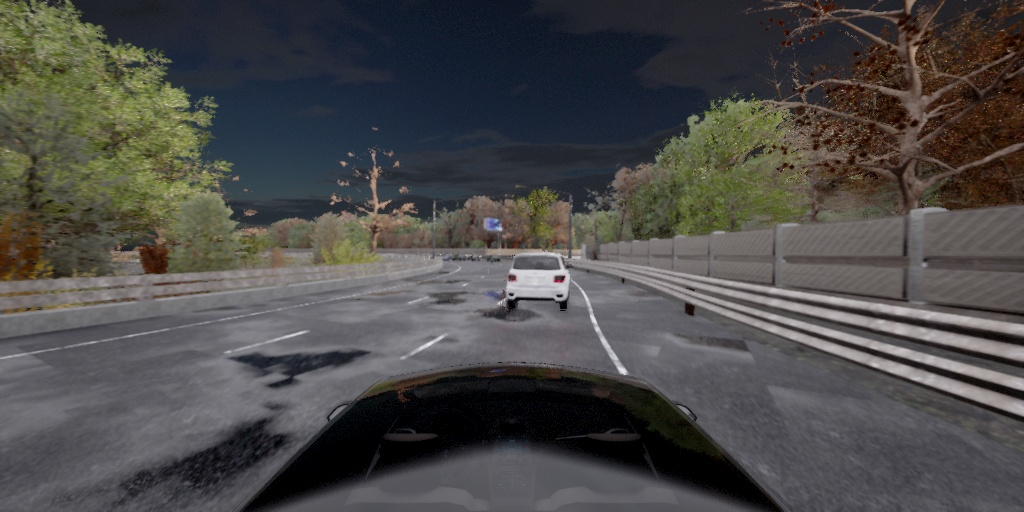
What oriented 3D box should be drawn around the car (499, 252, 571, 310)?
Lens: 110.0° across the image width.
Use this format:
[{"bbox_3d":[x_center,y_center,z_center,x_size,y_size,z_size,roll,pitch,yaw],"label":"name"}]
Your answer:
[{"bbox_3d":[1.178,0.881,14.392,2.150,2.045,5.566,1,0,9],"label":"car"}]
